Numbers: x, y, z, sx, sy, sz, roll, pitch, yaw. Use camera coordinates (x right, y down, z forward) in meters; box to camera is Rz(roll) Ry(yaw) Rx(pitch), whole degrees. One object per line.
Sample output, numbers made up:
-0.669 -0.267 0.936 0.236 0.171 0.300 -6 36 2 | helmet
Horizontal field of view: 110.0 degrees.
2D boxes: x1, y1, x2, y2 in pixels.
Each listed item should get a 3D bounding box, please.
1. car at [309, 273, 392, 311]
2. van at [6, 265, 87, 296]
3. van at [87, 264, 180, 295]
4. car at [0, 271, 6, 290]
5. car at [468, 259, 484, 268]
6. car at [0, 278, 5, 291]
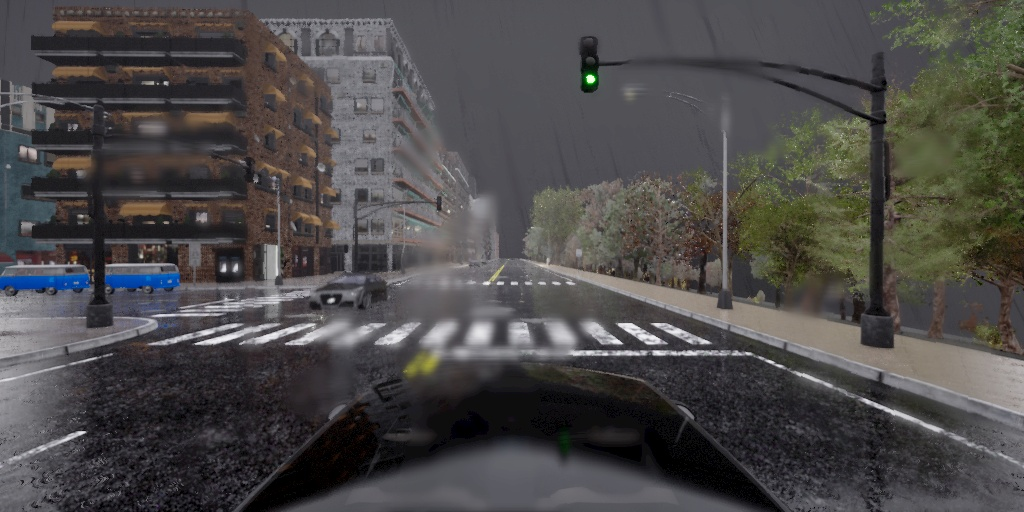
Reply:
-6.537 1.414 14.944 1.994 1.385 4.181 -1 0 0 | car
-28.363 1.433 21.805 3.998 1.789 1.690 0 0 -1 | van
-22.761 1.360 21.894 3.998 1.789 1.690 0 0 -1 | van
-26.751 1.583 16.038 4.902 1.511 2.128 -1 0 -1 | car
-6.632 1.346 64.192 2.033 1.411 5.357 0 0 0 | car
-22.657 1.629 13.547 4.207 1.307 1.802 0 0 -1 | car
